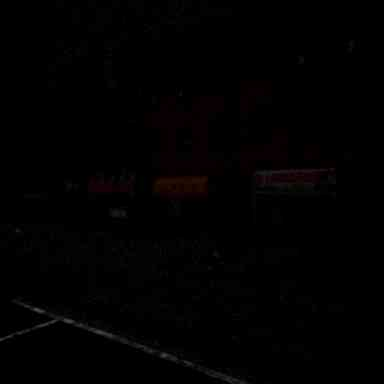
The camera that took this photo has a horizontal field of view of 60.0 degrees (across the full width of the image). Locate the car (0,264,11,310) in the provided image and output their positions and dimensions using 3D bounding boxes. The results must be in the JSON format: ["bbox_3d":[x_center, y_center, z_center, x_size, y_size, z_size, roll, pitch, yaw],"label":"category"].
[{"bbox_3d":[-5.274,1.633,6.581,4.313,1.339,1.947,-1,0,36],"label":"car"}]
